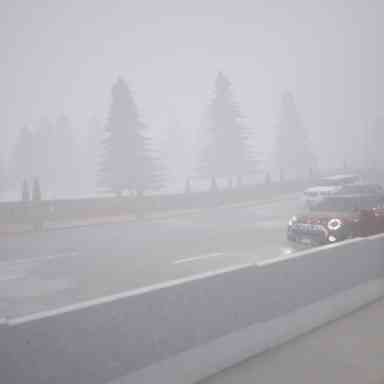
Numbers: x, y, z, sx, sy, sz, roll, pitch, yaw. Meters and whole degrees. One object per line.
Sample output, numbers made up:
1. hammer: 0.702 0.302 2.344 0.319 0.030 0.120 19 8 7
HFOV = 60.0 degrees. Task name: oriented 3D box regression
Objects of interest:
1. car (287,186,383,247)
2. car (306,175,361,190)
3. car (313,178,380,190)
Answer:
1. car: 5.582 0.900 12.271 4.553 1.767 2.097 -4 3 -35
2. car: 10.439 -0.129 24.333 5.566 2.045 2.150 -7 4 -35
3. car: 9.495 0.352 19.361 4.553 1.767 2.097 -6 4 -35
